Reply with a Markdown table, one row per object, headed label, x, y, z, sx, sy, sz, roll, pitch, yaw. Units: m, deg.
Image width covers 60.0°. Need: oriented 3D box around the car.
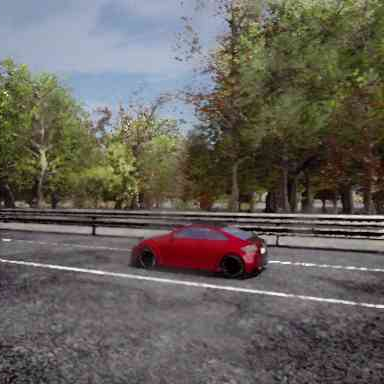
| label | x | y | z | sx | sy | sz | roll | pitch | yaw |
| --- | --- | --- | --- | --- | --- | --- | --- | --- | --- |
| car | 0.209 | 1.645 | 10.288 | 4.181 | 1.385 | 1.994 | -1 | 0 | 26 |
